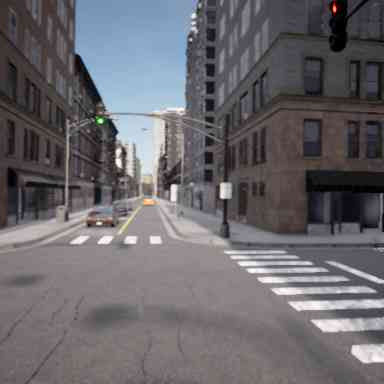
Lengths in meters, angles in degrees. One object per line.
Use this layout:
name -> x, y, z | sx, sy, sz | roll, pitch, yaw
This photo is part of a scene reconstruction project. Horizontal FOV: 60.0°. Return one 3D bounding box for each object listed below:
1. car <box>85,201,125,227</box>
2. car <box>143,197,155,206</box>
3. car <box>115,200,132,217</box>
car -> -6.163, 1.606, 23.589 | 2.033, 1.411, 5.357 | 1, 0, -7
car -> -8.270, 1.695, 63.716 | 2.097, 1.767, 4.553 | 1, 0, -7
car -> -7.377, 1.615, 33.232 | 1.837, 1.490, 4.892 | 1, 0, -7
